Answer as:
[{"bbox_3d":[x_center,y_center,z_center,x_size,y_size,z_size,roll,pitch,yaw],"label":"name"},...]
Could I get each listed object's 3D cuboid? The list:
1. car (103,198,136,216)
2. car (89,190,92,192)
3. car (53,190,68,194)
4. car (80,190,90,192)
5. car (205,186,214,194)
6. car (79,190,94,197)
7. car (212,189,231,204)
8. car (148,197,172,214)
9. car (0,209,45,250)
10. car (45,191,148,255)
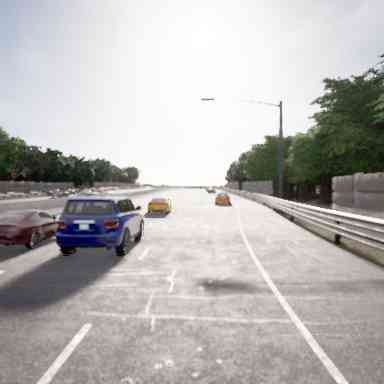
[{"bbox_3d":[-6.479,1.267,30.254,1.994,1.385,4.181,0,1,1],"label":"car"},{"bbox_3d":[-16.352,0.599,60.508,2.128,1.511,4.902,0,1,2],"label":"car"},{"bbox_3d":[-26.659,0.452,67.305,2.128,1.511,4.902,0,1,1],"label":"car"},{"bbox_3d":[-19.847,0.582,60.586,1.882,1.535,5.008,0,1,2],"label":"car"},{"bbox_3d":[5.557,-0.363,95.194,2.128,1.511,4.902,0,2,1],"label":"car"},{"bbox_3d":[-23.019,0.304,72.771,1.812,1.442,4.674,0,1,1],"label":"car"},{"bbox_3d":[4.260,0.758,46.650,2.097,1.767,4.553,0,1,3],"label":"car"},{"bbox_3d":[-2.957,1.165,31.139,1.882,1.535,5.008,0,1,1],"label":"car"},{"bbox_3d":[-6.794,1.427,13.785,1.812,1.442,4.674,0,1,1],"label":"car"},{"bbox_3d":[-3.307,1.132,12.968,2.150,2.045,5.566,0,1,1],"label":"car"}]
